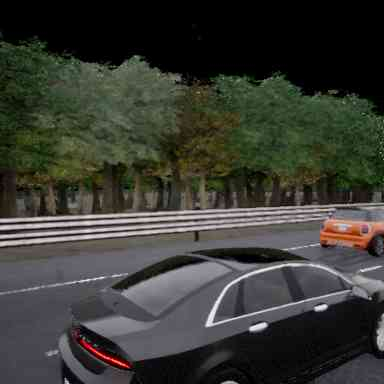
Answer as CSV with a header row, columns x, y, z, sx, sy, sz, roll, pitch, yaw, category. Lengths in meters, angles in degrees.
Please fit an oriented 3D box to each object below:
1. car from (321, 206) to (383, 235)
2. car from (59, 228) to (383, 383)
x,y,z,sx,sy,sz,roll,pitch,yaw,category
7.065,1.325,12.973,4.553,1.767,2.097,0,0,-35,car
0.884,1.498,4.368,4.892,1.490,1.837,0,0,-35,car
